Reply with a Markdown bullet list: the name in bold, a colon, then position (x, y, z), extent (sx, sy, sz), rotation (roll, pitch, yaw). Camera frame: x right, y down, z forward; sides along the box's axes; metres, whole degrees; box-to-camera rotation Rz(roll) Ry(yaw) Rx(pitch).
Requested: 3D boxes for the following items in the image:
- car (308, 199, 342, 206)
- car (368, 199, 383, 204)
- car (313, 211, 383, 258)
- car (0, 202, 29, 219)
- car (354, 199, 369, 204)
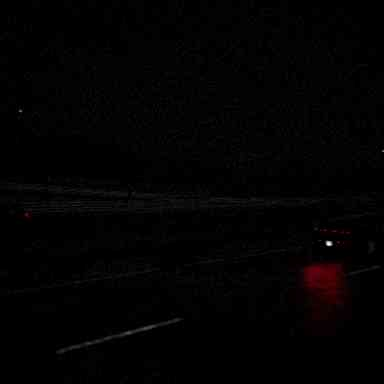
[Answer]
- **car**: position (16.663, 1.585, 41.674), extent (4.718, 1.301, 1.895), rotation (0, 0, -35)
- **car**: position (21.826, 1.547, 36.755), extent (4.181, 1.385, 1.994), rotation (0, 0, -35)
- **car**: position (6.660, 1.505, 12.800), extent (4.892, 1.490, 1.837), rotation (0, 0, -35)
- **car**: position (-11.109, 1.352, 17.565), extent (4.553, 1.767, 2.097), rotation (0, 0, -36)
- **car**: position (22.059, 1.582, 41.221), extent (4.718, 1.301, 1.895), rotation (0, 0, -35)
